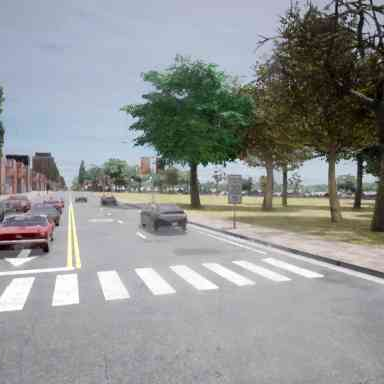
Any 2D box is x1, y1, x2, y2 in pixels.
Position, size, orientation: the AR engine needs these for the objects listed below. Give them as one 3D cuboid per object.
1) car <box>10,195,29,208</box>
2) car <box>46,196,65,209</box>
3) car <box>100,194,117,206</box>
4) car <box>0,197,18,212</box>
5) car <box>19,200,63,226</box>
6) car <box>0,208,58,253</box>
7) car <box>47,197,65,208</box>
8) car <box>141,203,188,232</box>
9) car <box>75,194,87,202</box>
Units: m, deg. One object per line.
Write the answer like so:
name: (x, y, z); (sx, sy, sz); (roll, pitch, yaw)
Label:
car: (-17.104, 1.070, 32.588); (2.097, 1.767, 4.553); (0, 1, -20)
car: (-16.538, 1.235, 40.509); (1.895, 1.301, 4.718); (0, 1, -20)
car: (-11.789, 1.077, 46.810); (2.128, 1.511, 4.902); (0, 1, -20)
car: (-13.612, 1.343, 22.986); (1.837, 1.490, 4.892); (0, 1, -20)
car: (-9.621, 1.432, 21.533); (1.994, 1.385, 4.181); (0, 1, -20)
car: (-6.582, 1.546, 13.269); (1.895, 1.301, 4.718); (0, 0, -20)
car: (-13.048, 1.354, 30.922); (1.895, 1.301, 4.718); (0, 1, -20)
car: (-1.743, 1.406, 19.516); (2.128, 1.511, 4.902); (0, 1, -20)
car: (-18.798, 1.058, 56.451); (1.895, 1.301, 4.718); (0, 1, -20)
